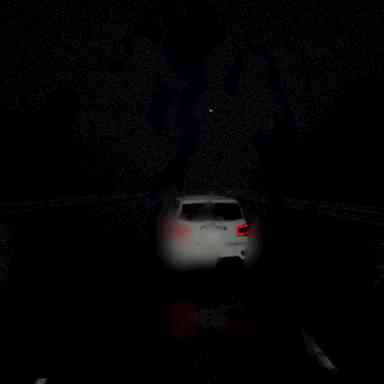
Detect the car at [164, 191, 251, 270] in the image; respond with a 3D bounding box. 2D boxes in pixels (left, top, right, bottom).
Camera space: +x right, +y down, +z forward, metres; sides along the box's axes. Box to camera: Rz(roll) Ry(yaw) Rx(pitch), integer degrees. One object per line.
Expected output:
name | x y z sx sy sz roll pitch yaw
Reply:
car | 0.291 1.119 10.846 2.150 2.045 5.566 -1 1 -5
